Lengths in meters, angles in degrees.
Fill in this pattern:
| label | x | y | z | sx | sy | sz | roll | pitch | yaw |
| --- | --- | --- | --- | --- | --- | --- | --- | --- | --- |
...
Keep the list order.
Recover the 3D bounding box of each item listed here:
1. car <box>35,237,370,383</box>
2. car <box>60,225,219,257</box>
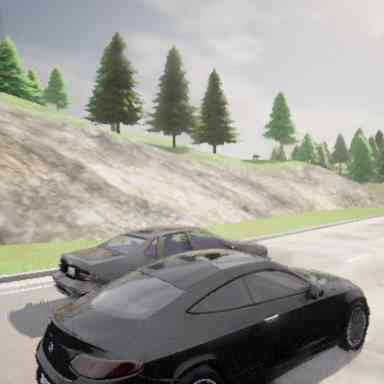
| label | x | y | z | sx | sy | sz | roll | pitch | yaw |
| --- | --- | --- | --- | --- | --- | --- | --- | --- | --- |
| car | 0.518 | 1.510 | 4.376 | 4.674 | 1.442 | 1.812 | 0 | 0 | -38 |
| car | -0.395 | 1.524 | 7.933 | 5.357 | 1.411 | 2.033 | 0 | 0 | -41 |
